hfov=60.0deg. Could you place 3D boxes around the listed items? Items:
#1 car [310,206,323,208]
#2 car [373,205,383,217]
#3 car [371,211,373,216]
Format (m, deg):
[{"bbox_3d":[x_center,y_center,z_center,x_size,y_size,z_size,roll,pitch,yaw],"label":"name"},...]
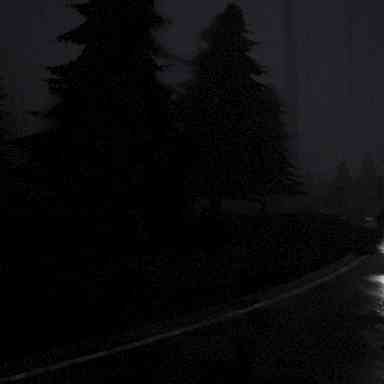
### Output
[{"bbox_3d":[14.613,2.414,39.487,1.812,1.442,4.674,5,-6,-18],"label":"car"},{"bbox_3d":[10.840,1.444,17.103,1.895,1.301,4.718,3,2,22],"label":"car"},{"bbox_3d":[16.331,1.706,26.862,2.128,1.511,4.902,4,-2,4],"label":"car"}]
